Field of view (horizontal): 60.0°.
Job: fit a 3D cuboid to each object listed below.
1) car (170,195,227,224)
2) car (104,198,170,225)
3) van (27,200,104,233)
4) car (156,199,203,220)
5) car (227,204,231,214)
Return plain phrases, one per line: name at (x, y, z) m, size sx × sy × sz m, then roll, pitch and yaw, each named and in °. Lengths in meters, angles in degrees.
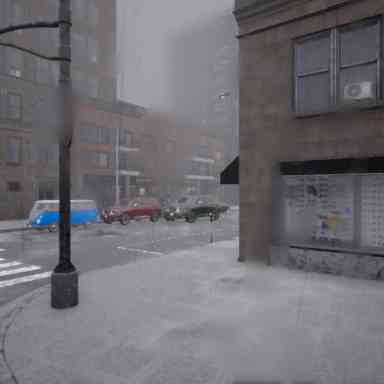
car at (0.177, 1.249, 25.783) m, size 2.150 × 2.045 × 5.566 m, roll 0°, pitch 0°, yaw 36°
car at (-4.287, 1.337, 24.318) m, size 2.192 × 1.841 × 5.009 m, roll 0°, pitch 0°, yaw 36°
van at (-7.569, 1.358, 19.785) m, size 1.690 × 1.788 × 3.998 m, roll 0°, pitch 0°, yaw 36°
car at (-1.006, 1.466, 28.851) m, size 1.967 × 1.590 × 4.097 m, roll 0°, pitch 0°, yaw 36°
car at (2.275, 1.575, 33.384) m, size 1.887 × 1.381 × 4.507 m, roll 0°, pitch 0°, yaw 36°
